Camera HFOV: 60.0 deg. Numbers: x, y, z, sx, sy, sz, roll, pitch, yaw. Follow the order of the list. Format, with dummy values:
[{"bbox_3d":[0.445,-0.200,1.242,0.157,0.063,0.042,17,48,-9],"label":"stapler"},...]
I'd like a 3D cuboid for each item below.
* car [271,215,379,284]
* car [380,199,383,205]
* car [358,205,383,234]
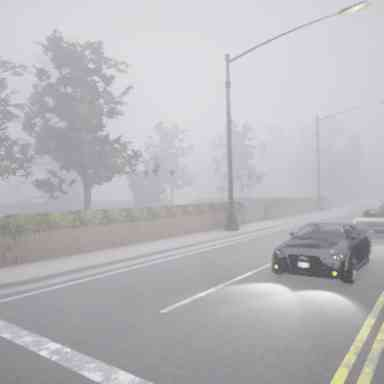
[{"bbox_3d":[3.932,1.588,9.770,1.994,1.385,4.181,-2,-1,37],"label":"car"},{"bbox_3d":[16.394,1.111,26.310,2.150,2.045,5.566,-2,-1,37],"label":"car"},{"bbox_3d":[9.911,1.561,17.711,1.895,1.301,4.718,-2,-1,37],"label":"car"}]
